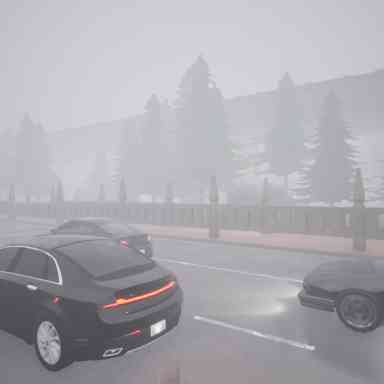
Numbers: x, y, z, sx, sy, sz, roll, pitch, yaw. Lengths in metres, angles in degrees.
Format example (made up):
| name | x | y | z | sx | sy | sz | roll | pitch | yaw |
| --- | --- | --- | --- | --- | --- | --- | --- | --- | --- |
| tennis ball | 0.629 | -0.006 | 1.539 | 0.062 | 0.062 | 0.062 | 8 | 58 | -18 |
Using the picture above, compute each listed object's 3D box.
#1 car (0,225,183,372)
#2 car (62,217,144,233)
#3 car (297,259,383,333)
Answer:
| name | x | y | z | sx | sy | sz | roll | pitch | yaw |
| --- | --- | --- | --- | --- | --- | --- | --- | --- | --- |
| car | -2.411 | 1.505 | 5.707 | 4.892 | 1.490 | 1.837 | 0 | 0 | 35 |
| car | -3.305 | 1.526 | 10.637 | 4.674 | 1.442 | 1.812 | 0 | 0 | 35 |
| car | 4.510 | 1.547 | 5.075 | 5.357 | 1.411 | 2.033 | 0 | 0 | 35 |
